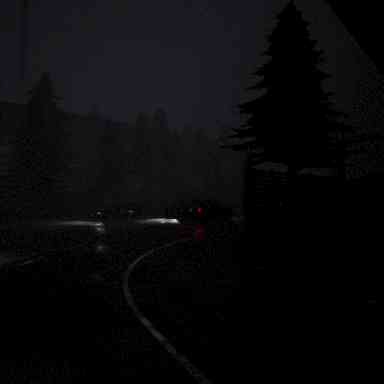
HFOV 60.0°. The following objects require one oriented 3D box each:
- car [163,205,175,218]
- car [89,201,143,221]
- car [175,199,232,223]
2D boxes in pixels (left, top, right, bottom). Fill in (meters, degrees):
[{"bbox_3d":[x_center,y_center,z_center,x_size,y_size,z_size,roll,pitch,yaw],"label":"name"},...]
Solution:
[{"bbox_3d":[-0.651,1.578,29.413,1.994,1.385,4.181,0,0,39],"label":"car"},{"bbox_3d":[-6.316,1.562,27.892,1.837,1.490,4.892,0,0,38],"label":"car"},{"bbox_3d":[1.197,1.350,25.756,2.097,1.767,4.553,0,0,38],"label":"car"}]
